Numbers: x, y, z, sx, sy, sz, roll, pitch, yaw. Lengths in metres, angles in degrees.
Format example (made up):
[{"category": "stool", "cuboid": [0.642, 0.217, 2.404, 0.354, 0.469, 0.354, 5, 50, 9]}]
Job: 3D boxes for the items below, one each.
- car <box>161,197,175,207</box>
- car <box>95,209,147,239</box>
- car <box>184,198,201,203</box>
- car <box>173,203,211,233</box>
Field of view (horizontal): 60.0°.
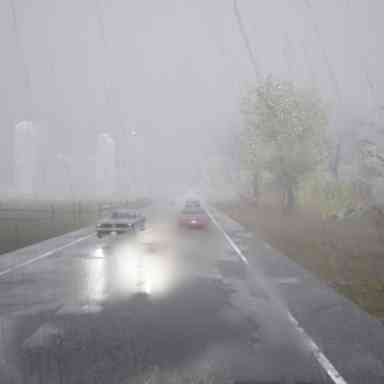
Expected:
[{"category": "car", "cuboid": [-3.564, 1.463, 50.363, 1.882, 1.535, 5.008, 0, 0, 0]}, {"category": "car", "cuboid": [-3.595, 1.596, 17.507, 1.895, 1.301, 4.718, 0, 0, 0]}, {"category": "car", "cuboid": [0.097, 1.480, 41.644, 2.128, 1.511, 4.902, 0, 0, 0]}, {"category": "car", "cuboid": [0.100, 1.558, 19.820, 1.994, 1.385, 4.181, 0, 0, 0]}]
